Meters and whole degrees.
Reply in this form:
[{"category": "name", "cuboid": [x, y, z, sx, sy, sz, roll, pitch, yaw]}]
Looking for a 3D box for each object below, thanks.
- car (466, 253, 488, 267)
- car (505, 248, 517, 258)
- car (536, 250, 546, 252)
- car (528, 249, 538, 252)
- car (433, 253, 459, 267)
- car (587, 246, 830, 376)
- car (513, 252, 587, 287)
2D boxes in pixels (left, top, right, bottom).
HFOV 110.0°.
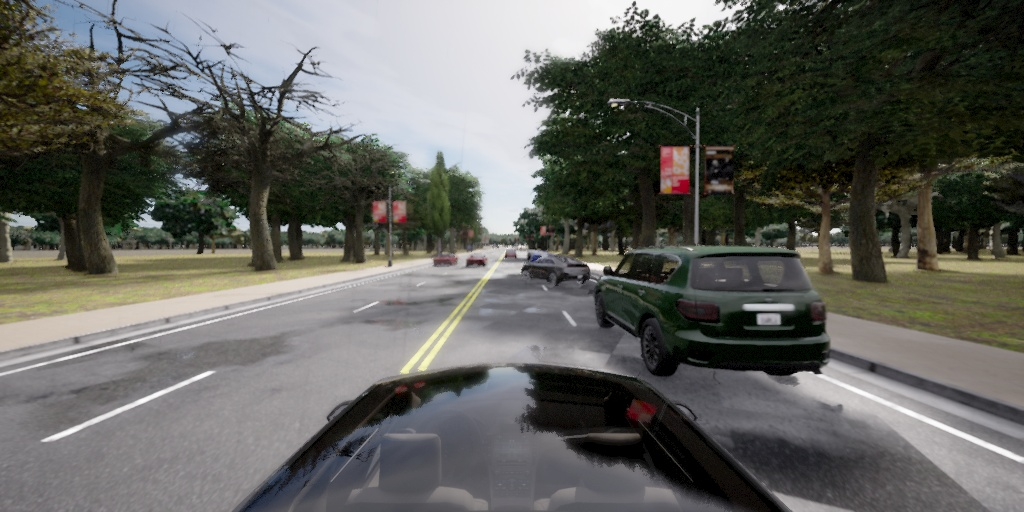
[{"category": "car", "cuboid": [-3.417, 0.406, 35.457, 1.895, 1.301, 4.718, 0, 2, 0]}, {"category": "car", "cuboid": [-0.187, -0.339, 60.178, 1.994, 1.385, 4.181, 0, 2, 0]}, {"category": "car", "cuboid": [3.202, 0.507, 29.199, 1.812, 1.442, 4.674, 0, 2, 0]}, {"category": "car", "cuboid": [3.161, 0.149, 40.199, 1.882, 1.535, 5.008, 0, 2, 0]}, {"category": "car", "cuboid": [-6.668, 0.380, 36.377, 1.895, 1.301, 4.718, 0, 2, 0]}, {"category": "car", "cuboid": [3.247, 0.818, 7.218, 2.150, 2.045, 5.566, 0, 2, 0]}, {"category": "car", "cuboid": [2.241, 0.741, 19.648, 2.128, 1.511, 4.902, -1, 2, -26]}]
